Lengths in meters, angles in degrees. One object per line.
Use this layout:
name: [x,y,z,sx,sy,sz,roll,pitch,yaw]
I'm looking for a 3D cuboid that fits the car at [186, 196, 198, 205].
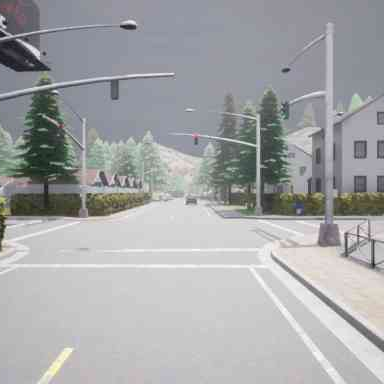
car: [-0.081,1.505,59.182,1.837,1.490,4.892,0,0,0]
